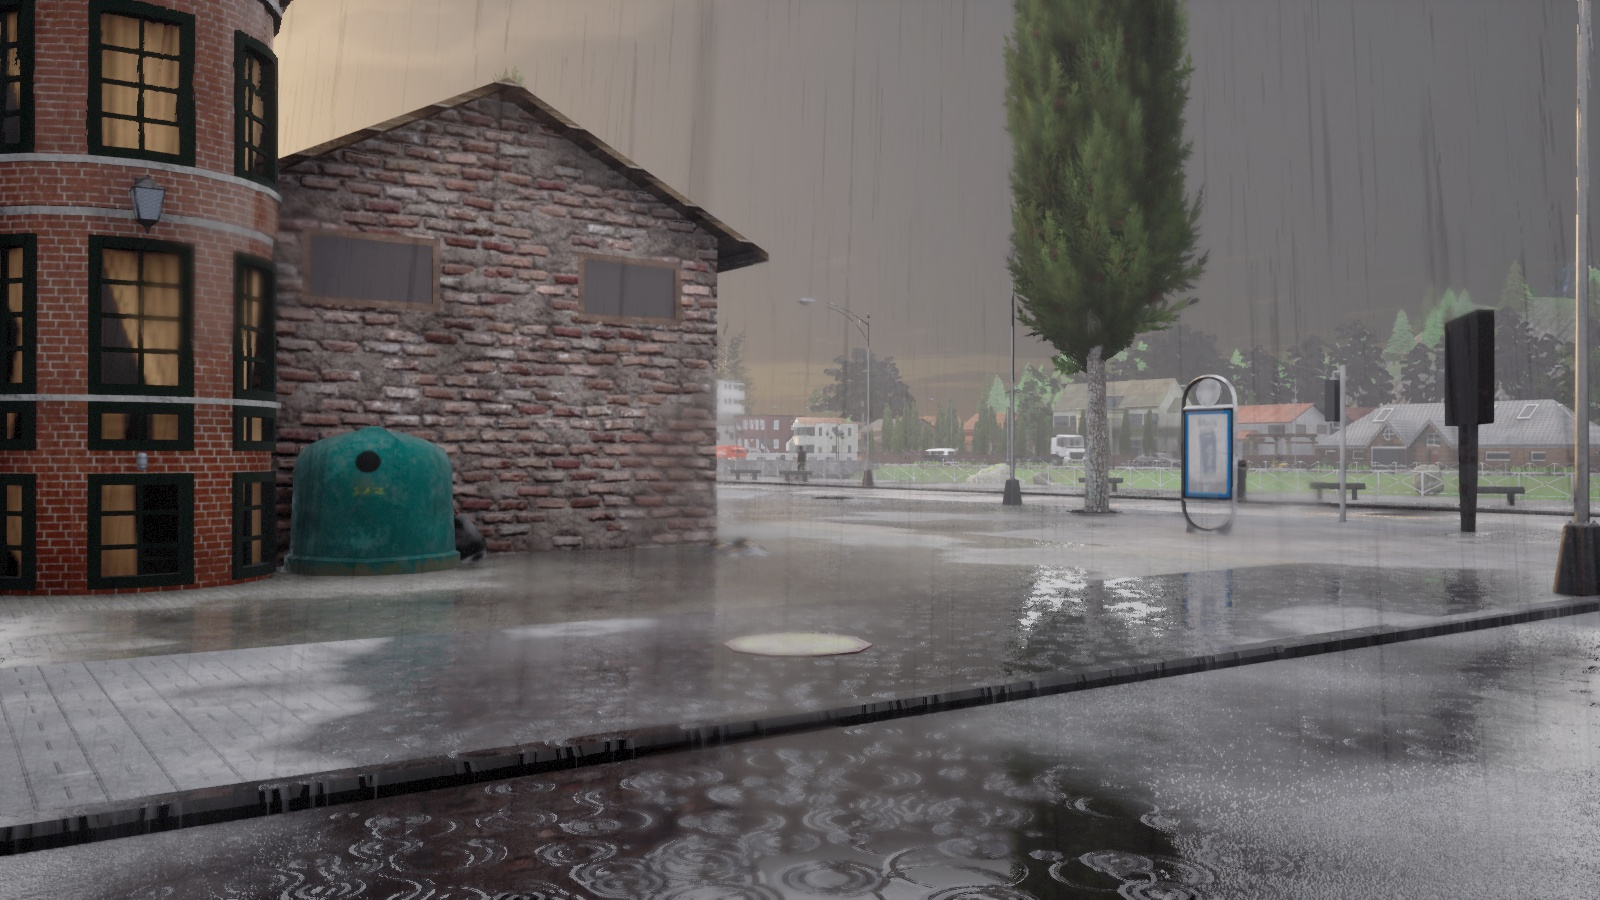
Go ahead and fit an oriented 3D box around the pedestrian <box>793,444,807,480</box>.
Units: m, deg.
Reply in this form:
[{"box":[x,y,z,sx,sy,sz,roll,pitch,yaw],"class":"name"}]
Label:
[{"box":[0.002,0.613,64.700,0.431,1.840,0.703,0,0,-30],"class":"pedestrian"}]
